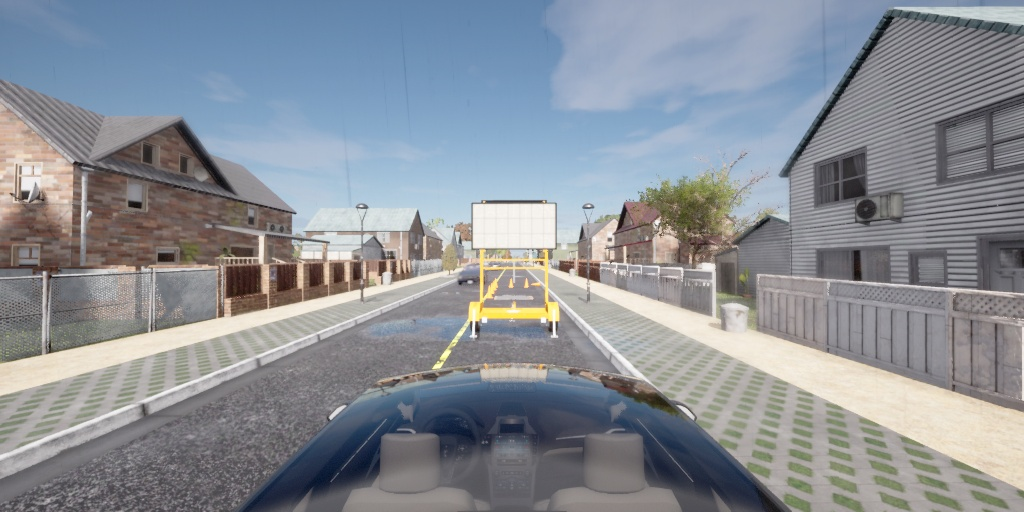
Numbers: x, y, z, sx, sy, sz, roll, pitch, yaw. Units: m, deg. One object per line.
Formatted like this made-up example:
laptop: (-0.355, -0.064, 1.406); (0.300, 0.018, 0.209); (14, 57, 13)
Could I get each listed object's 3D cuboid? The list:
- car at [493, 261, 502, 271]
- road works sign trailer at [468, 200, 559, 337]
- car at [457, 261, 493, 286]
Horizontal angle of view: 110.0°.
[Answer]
car: (-2.492, 1.351, 51.699); (2.128, 1.511, 4.902); (0, 0, 0)
road works sign trailer: (0.060, 0.220, 10.240); (2.380, 3.560, 2.880); (0, 0, 1)
car: (-2.723, 1.329, 26.014); (2.033, 1.411, 5.357); (0, 0, 0)
